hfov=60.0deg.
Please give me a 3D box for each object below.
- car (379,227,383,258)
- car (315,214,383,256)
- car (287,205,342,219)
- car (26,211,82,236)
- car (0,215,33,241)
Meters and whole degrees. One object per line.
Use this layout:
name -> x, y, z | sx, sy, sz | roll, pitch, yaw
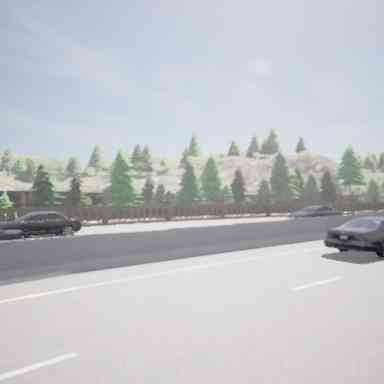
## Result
car -> 7.148, 1.634, 8.825 | 4.181, 1.385, 1.994 | 0, -1, -34
car -> 7.643, 1.687, 13.389 | 5.357, 1.411, 2.033 | 0, -1, -31
car -> 9.878, 1.853, 26.740 | 4.892, 1.490, 1.837 | 0, -1, -26
car -> -8.858, 1.889, 19.106 | 4.892, 1.490, 1.837 | 0, -1, -37
car -> -8.165, 1.721, 10.711 | 5.008, 1.535, 1.882 | 0, -1, -40
